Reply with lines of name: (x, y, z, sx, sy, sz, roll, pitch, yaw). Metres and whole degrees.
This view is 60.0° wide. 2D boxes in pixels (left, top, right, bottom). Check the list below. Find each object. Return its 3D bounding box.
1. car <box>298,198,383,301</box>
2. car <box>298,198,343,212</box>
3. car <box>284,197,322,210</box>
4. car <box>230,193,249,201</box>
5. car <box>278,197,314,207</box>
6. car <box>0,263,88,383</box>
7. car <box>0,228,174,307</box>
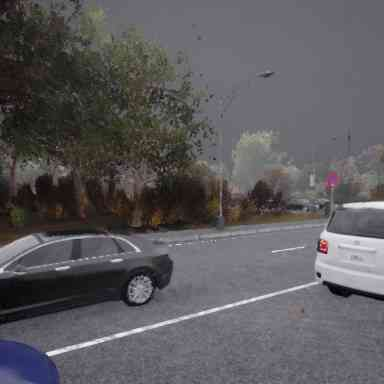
car: (5.050, 1.220, 7.356, 5.566, 2.045, 2.150, 0, 0, -35)
car: (15.569, 1.487, 40.540, 2.128, 1.511, 4.902, 0, 0, -32)
car: (12.539, 1.487, 38.756, 2.128, 1.511, 4.902, 0, 0, -33)
car: (7.294, 1.209, 47.085, 2.150, 2.045, 5.566, 0, 0, -32)
car: (16.399, 1.534, 52.699, 2.033, 1.411, 5.357, 0, 0, -32)
car: (-3.070, 1.526, 1.553, 4.674, 1.442, 1.812, 0, 0, -36)
car: (-2.660, 1.505, 6.394, 4.892, 1.490, 1.837, 0, 0, -36)
